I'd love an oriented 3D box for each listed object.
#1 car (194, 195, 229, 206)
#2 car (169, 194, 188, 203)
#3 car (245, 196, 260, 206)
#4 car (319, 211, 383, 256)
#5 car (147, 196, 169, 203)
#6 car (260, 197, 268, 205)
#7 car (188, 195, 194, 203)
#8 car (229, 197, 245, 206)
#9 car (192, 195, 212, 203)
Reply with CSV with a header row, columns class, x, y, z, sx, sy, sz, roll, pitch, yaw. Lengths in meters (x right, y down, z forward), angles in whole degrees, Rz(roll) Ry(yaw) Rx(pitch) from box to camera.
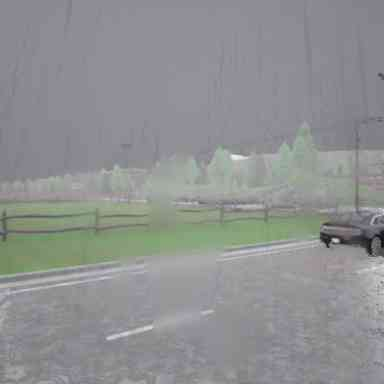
class,x,y,z,sx,sy,sz,roll,pitch,yaw
car,3.073,1.526,52.933,2.128,1.511,4.902,0,0,-36
car,-3.576,1.497,68.102,1.837,1.490,4.892,0,1,-36
car,8.579,1.590,57.302,2.033,1.411,5.357,0,0,-36
car,7.041,1.505,13.125,4.902,1.511,2.128,0,0,-35
car,-7.315,1.553,67.287,1.882,1.535,5.008,0,0,-36
car,11.405,1.538,59.381,2.128,1.511,4.902,0,0,-36
car,-0.823,1.303,70.268,2.097,1.767,4.553,0,0,-36
car,5.992,1.639,54.878,1.895,1.301,4.718,0,0,-36
car,2.168,1.460,72.108,1.837,1.490,4.892,0,0,-36
